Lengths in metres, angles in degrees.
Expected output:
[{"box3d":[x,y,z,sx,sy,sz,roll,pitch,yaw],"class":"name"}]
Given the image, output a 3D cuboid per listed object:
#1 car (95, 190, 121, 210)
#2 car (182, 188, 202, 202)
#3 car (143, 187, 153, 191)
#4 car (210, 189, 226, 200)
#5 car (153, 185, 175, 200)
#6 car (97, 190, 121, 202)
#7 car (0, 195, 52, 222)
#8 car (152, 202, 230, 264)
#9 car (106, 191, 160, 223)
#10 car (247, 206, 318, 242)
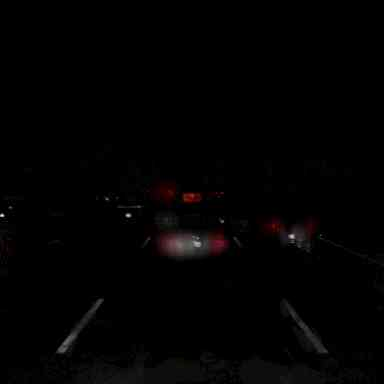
[{"box3d":[-6.951,0.581,29.245,2.097,1.767,4.553,0,2,0],"class":"car"},{"box3d":[0.011,0.391,36.432,2.097,1.767,4.553,0,1,0],"class":"car"},{"box3d":[-7.091,-0.134,56.491,2.097,1.767,4.553,0,2,0],"class":"car"},{"box3d":[3.470,0.313,44.770,2.128,1.511,4.902,0,2,0],"class":"car"},{"box3d":[-3.532,0.039,44.953,2.150,2.045,5.566,0,2,0],"class":"car"},{"box3d":[-10.518,0.482,42.484,1.895,1.301,4.718,0,2,0],"class":"car"},{"box3d":[-10.414,0.957,20.743,1.837,1.490,4.892,0,2,0],"class":"car"},{"box3d":[0.099,1.265,10.642,2.033,1.411,5.357,0,2,0],"class":"car"},{"box3d":[-3.412,0.957,20.222,2.128,1.511,4.902,0,2,0],"class":"car"},{"box3d":[3.598,1.226,14.153,1.895,1.301,4.718,0,2,0],"class":"car"}]
